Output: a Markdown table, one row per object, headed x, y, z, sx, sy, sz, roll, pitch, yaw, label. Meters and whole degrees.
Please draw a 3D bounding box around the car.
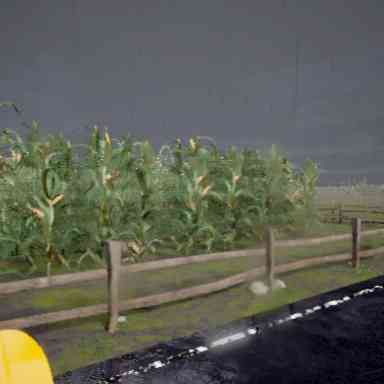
| x | y | z | sx | sy | sz | roll | pitch | yaw | label |
| --- | --- | --- | --- | --- | --- | --- | --- | --- | --- |
| -2.996 | 1.486 | 0.924 | 5.008 | 1.535 | 1.882 | 0 | 0 | -35 | car |
